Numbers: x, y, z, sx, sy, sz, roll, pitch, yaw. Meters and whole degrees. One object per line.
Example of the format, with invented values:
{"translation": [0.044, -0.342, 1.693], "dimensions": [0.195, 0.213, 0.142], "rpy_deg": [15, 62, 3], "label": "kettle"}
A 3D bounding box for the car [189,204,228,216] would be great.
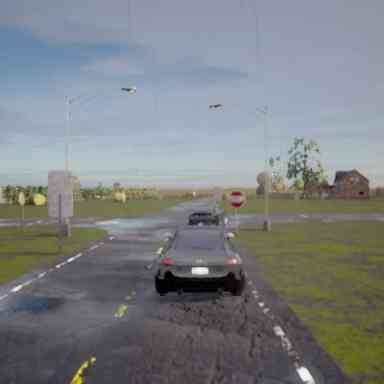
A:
{"translation": [1.084, 1.520, 21.005], "dimensions": [1.837, 1.490, 4.892], "rpy_deg": [-1, 0, 13], "label": "car"}

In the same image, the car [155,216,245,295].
{"translation": [0.186, 1.571, 8.763], "dimensions": [1.994, 1.385, 4.181], "rpy_deg": [0, 0, 1], "label": "car"}
